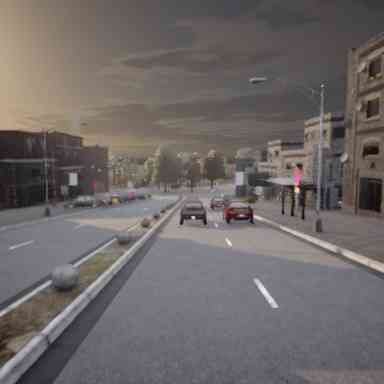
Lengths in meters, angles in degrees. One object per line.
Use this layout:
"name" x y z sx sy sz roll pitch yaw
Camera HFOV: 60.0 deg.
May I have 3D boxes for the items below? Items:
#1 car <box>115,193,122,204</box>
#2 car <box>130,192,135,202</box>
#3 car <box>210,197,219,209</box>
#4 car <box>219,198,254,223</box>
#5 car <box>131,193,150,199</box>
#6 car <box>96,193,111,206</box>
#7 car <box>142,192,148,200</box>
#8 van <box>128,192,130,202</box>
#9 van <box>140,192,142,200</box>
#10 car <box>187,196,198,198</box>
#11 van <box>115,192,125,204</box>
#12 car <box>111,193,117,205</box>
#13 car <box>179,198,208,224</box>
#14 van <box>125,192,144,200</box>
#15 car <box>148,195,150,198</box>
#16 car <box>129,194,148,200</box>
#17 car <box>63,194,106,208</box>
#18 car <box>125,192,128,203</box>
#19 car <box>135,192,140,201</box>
"car" -14.231 1.331 51.998 5.366 1.575 1.946 -1 0 -20
"car" -14.080 1.293 64.253 4.892 1.521 2.231 -1 0 -20
"car" 3.342 1.437 43.133 1.812 1.442 4.674 0 0 0
"car" 3.338 1.426 24.873 1.882 1.535 5.008 0 0 0
"car" -14.139 1.206 91.660 4.892 1.521 2.231 -1 0 -20
"car" -14.069 1.227 45.961 4.553 1.767 2.185 -1 0 -20
"car" -14.099 0.992 79.495 5.566 2.045 2.435 -1 0 -20
"van" -14.188 1.078 61.161 4.442 1.987 1.878 -1 0 -20
"van" -14.000 1.036 73.432 4.442 1.987 1.878 -1 0 -20
"car" 0.092 1.264 42.593 2.097 1.767 4.553 0 0 0
"van" -13.959 1.094 55.158 4.442 1.987 1.878 -1 0 -20
"car" -14.077 1.371 49.004 4.792 1.488 2.163 -1 0 -20
"car" 0.093 1.453 24.452 1.837 1.490 4.892 0 0 0
"van" -14.239 1.010 82.482 4.442 1.987 1.878 -1 0 -20
"car" -13.960 1.219 85.637 5.366 1.575 1.946 -1 0 -20
"car" -14.142 1.255 88.618 4.674 1.452 2.002 -1 0 -20
"car" -14.008 1.365 42.918 4.892 1.521 2.231 -1 0 -20
"car" -14.042 1.186 58.167 4.553 1.767 2.185 -1 0 -20
"car" -14.120 1.032 67.283 5.566 2.045 2.435 -1 0 -20
